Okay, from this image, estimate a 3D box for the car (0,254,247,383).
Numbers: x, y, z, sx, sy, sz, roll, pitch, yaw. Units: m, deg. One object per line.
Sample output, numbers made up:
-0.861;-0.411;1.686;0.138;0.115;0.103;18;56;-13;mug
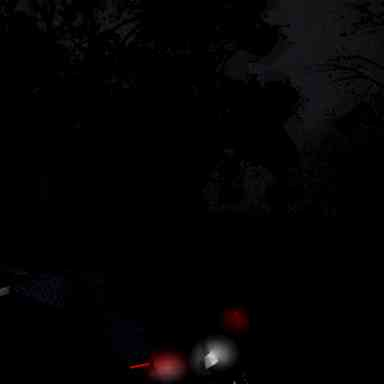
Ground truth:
-1.416;1.561;4.388;4.181;1.385;1.994;0;0;35;car
